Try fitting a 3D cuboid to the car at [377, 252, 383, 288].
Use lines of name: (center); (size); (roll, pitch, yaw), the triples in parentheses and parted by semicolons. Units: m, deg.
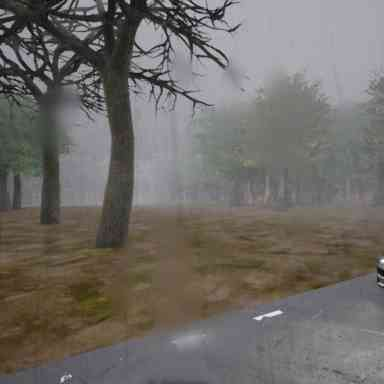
car: (6.211, 1.488, 7.804); (4.902, 1.511, 2.128); (0, 0, -36)
